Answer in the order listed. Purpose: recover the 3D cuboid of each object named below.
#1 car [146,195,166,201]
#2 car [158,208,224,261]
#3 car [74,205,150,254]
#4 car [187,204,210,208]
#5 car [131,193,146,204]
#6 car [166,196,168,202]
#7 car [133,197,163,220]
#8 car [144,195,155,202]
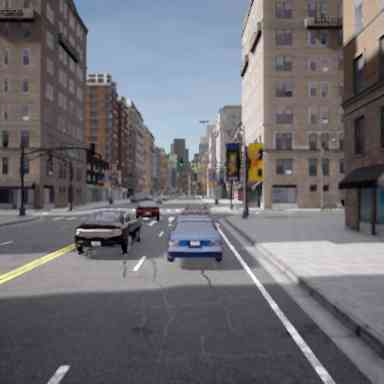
[{"bbox_3d":[-6.601,1.457,61.667,2.128,1.511,4.902,0,0,1],"label":"car"},{"bbox_3d":[0.088,1.541,12.215,2.033,1.411,5.357,0,0,0],"label":"car"},{"bbox_3d":[-3.162,1.486,13.386,2.128,1.511,4.902,0,0,0],"label":"car"},{"bbox_3d":[0.472,1.587,26.096,1.895,1.301,4.718,0,0,7],"label":"car"},{"bbox_3d":[-9.847,1.186,61.519,2.150,2.045,5.566,0,0,1],"label":"car"},{"bbox_3d":[-6.573,1.511,77.066,2.033,1.411,5.357,0,0,0],"label":"car"},{"bbox_3d":[-3.766,1.463,27.710,1.882,1.535,5.008,0,0,-9],"label":"car"},{"bbox_3d":[-9.823,1.449,77.043,1.882,1.535,5.008,0,0,0],"label":"car"}]
